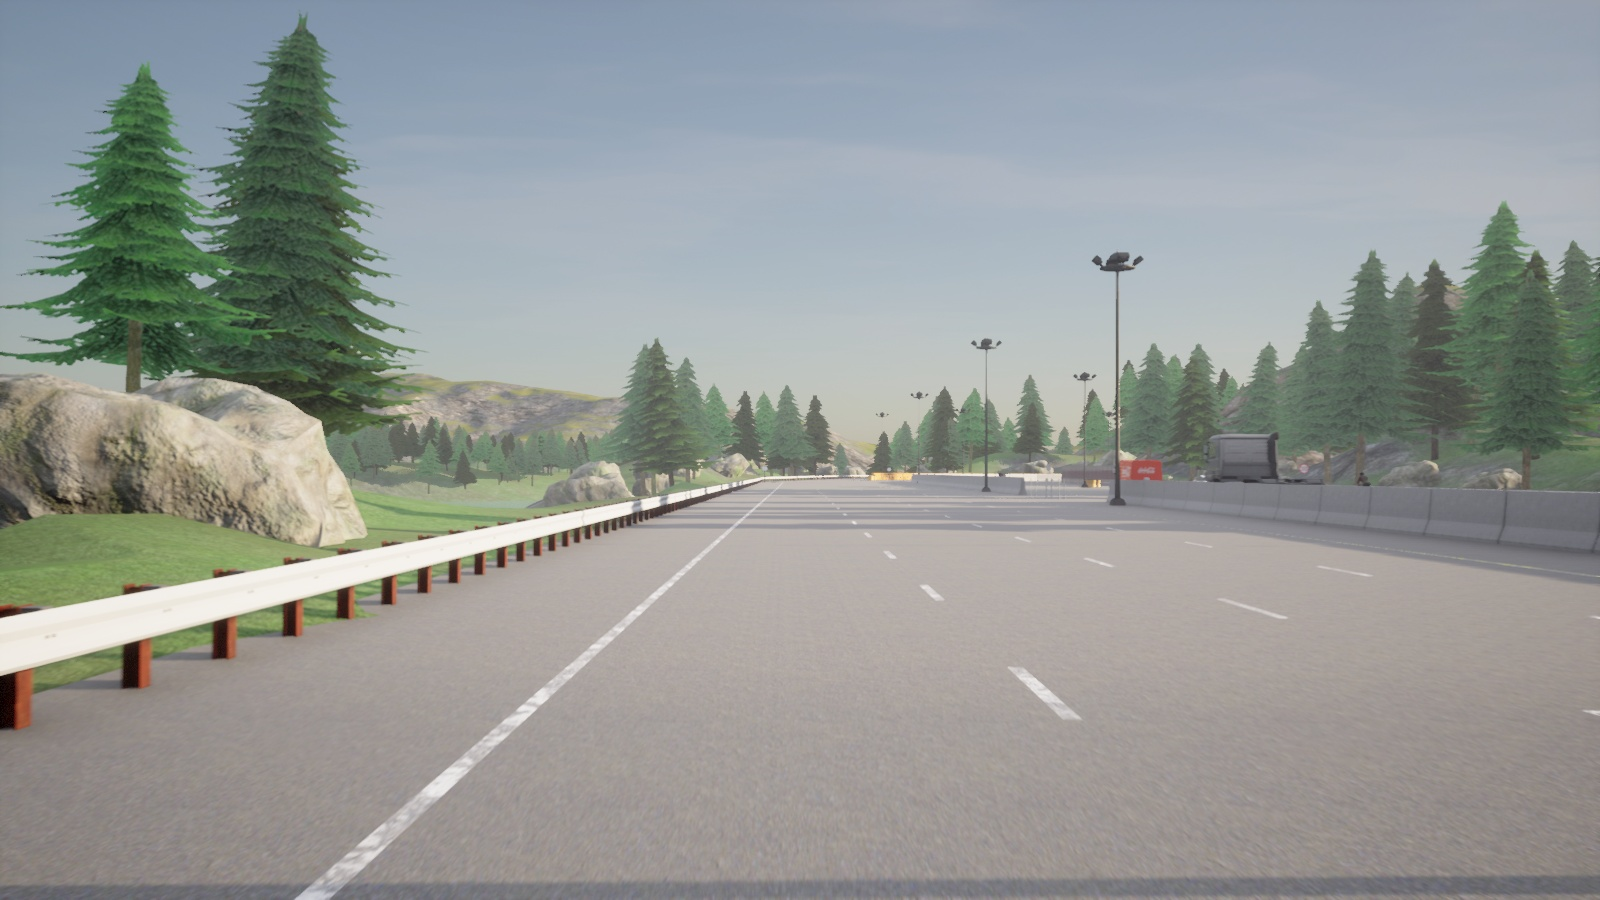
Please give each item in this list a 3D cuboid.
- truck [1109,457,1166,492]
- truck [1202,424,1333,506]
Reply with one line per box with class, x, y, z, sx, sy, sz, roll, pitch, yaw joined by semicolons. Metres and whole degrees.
truck;24.285;1.753;90.598;2.627;2.467;5.204;0;-1;0
truck;20.862;0.697;56.605;2.891;3.462;7.936;0;-1;0
